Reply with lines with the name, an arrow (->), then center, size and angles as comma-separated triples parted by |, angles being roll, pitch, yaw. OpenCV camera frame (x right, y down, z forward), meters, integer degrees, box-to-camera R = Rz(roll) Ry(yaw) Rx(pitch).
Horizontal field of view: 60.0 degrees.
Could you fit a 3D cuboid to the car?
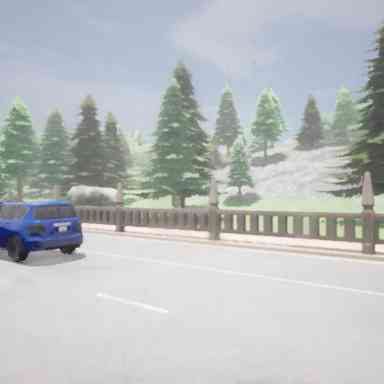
car -> -6.558, 1.364, 12.854 | 5.566, 2.045, 2.150 | 0, 0, 36
